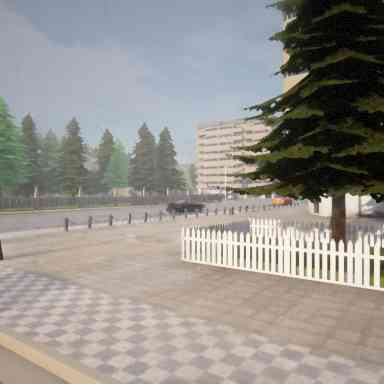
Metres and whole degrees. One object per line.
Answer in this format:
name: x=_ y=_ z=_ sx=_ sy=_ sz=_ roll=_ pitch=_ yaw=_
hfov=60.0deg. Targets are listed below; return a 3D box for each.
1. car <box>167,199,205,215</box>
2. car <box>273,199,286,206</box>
car: x=-0.506 y=1.477 z=34.349 sx=1.882 sy=1.535 sz=5.008 roll=0 pitch=0 yaw=36
car: x=15.474 y=1.352 z=56.669 sx=2.097 sy=1.767 sz=4.553 roll=0 pitch=0 yaw=36
